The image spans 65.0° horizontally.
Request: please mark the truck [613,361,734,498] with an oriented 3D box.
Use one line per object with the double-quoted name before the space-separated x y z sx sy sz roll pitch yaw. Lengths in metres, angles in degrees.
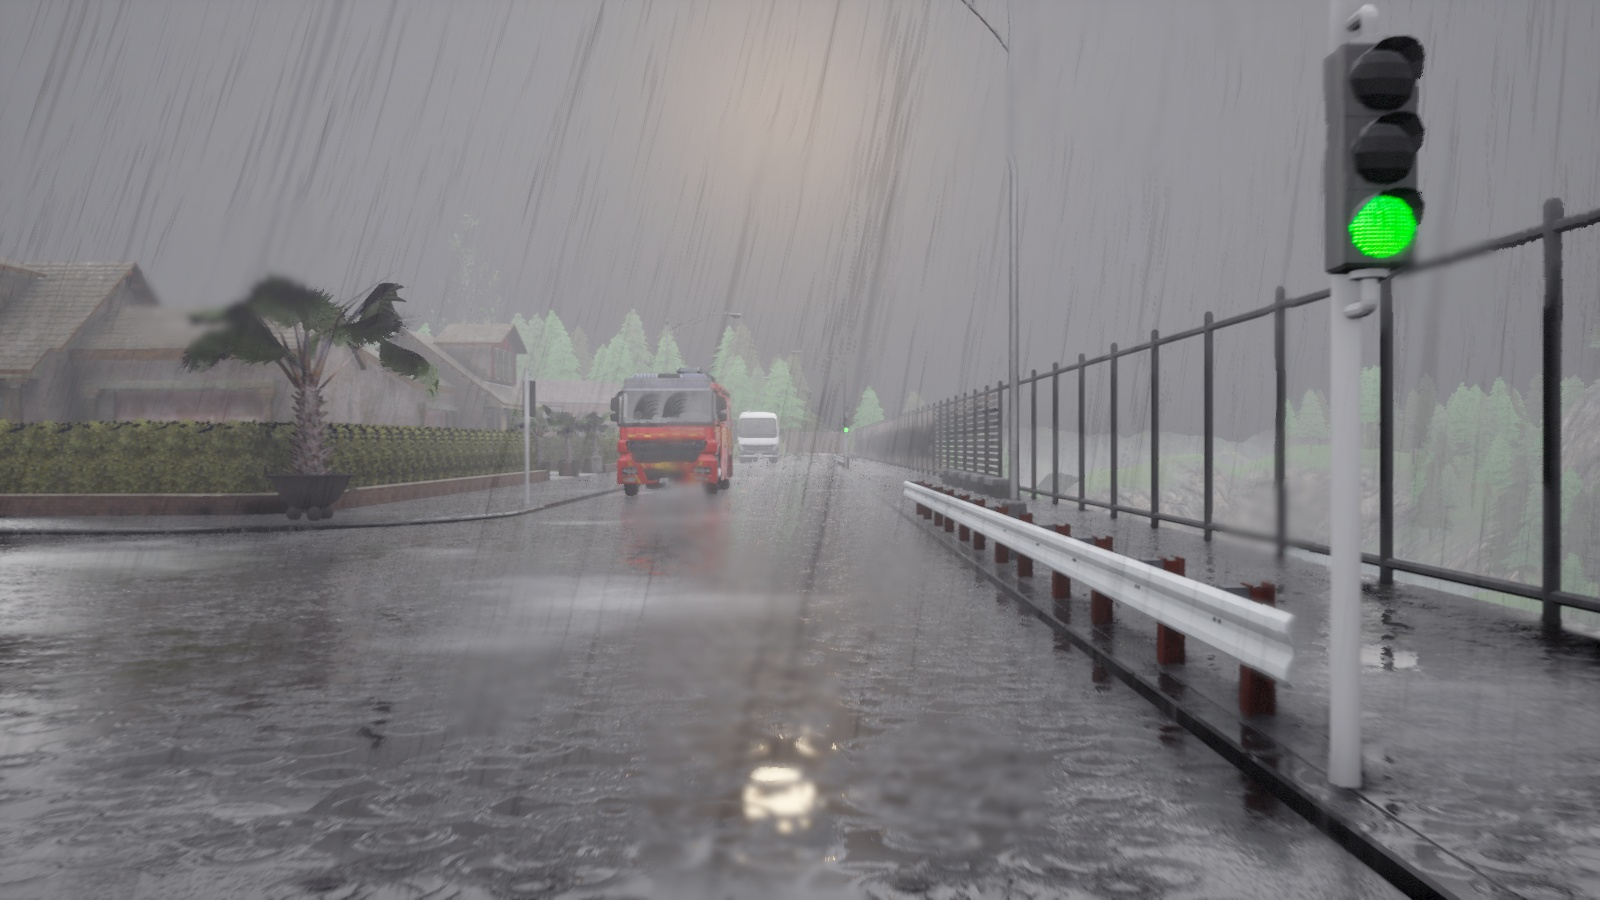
"truck" -3.758 -0.581 39.397 2.891 3.827 8.468 0 0 0
